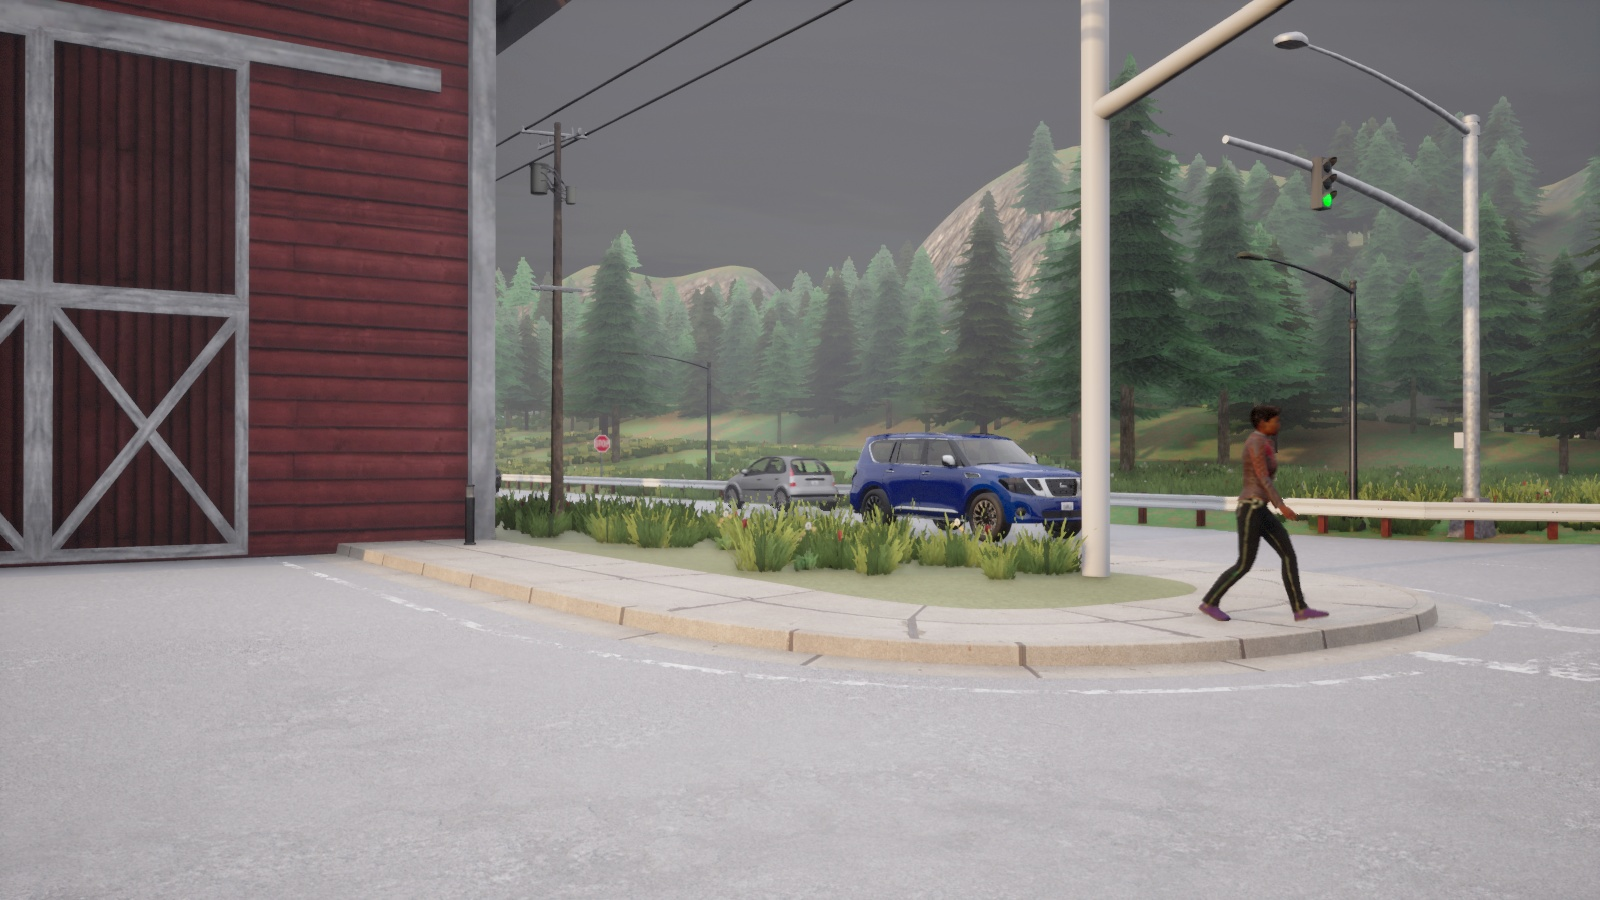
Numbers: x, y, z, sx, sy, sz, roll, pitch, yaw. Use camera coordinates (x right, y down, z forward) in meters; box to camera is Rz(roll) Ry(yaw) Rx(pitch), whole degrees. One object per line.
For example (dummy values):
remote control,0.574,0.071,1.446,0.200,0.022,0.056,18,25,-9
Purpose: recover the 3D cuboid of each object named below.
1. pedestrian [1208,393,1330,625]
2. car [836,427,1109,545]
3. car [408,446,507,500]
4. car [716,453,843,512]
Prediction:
pedestrian,3.796,0.464,10.171,0.869,1.805,0.328,0,0,31
car,3.208,0.646,24.696,2.150,2.045,5.566,0,0,-34
car,-13.694,0.879,49.947,2.150,2.045,5.566,0,0,-34
car,-0.664,0.920,36.774,1.851,1.617,3.988,0,0,-34
